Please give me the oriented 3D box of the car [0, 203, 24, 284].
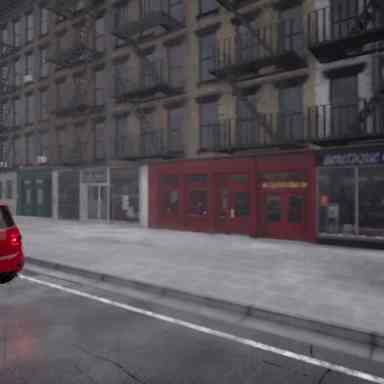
[{"bbox_3d":[-6.385,1.195,8.220,5.566,2.045,2.150,1,0,36],"label":"car"}]
